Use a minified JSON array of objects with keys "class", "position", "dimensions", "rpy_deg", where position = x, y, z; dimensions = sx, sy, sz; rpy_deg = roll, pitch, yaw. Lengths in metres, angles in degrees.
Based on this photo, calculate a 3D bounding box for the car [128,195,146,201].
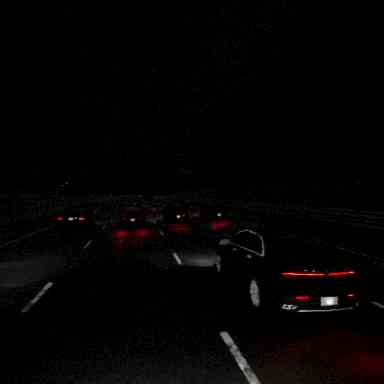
[{"class":"car","position":[-6.892,1.445,39.879],"dimensions":[2.097,1.767,4.553],"rpy_deg":[0,0,-10]}]

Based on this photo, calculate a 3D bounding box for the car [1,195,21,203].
[{"class":"car","position":[-36.347,1.400,66.986],"dimensions":[2.128,1.511,4.902],"rpy_deg":[0,0,-9]}]

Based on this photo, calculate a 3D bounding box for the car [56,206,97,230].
[{"class":"car","position":[-7.406,1.605,21.626],"dimensions":[2.033,1.411,5.357],"rpy_deg":[0,0,-9]}]

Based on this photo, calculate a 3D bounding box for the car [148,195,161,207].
[{"class":"car","position":[-5.625,1.619,52.951],"dimensions":[1.812,1.442,4.674],"rpy_deg":[0,0,-9]}]

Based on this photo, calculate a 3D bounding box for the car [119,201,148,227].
[{"class":"car","position":[-4.211,1.611,23.681],"dimensions":[1.812,1.442,4.674],"rpy_deg":[0,0,-10]}]

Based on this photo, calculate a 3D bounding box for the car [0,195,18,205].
[{"class":"car","position":[-20.444,1.351,34.808],"dimensions":[2.097,1.767,4.553],"rpy_deg":[0,0,-9]}]

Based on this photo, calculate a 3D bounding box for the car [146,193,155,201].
[{"class":"car","position":[-9.200,1.295,74.441],"dimensions":[2.150,2.045,5.566],"rpy_deg":[0,0,-9]}]

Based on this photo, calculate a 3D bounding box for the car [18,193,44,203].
[{"class":"car","position":[-27.628,1.421,56.927],"dimensions":[2.128,1.511,4.902],"rpy_deg":[0,0,-9]}]

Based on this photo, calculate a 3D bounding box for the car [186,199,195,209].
[{"class":"car","position":[-0.484,1.663,44.005],"dimensions":[1.812,1.442,4.674],"rpy_deg":[0,0,-9]}]

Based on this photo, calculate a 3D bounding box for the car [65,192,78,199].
[{"class":"car","position":[-27.006,1.083,74.841],"dimensions":[2.150,2.045,5.566],"rpy_deg":[0,0,-9]}]

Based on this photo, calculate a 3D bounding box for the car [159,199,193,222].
[{"class":"car","position":[-1.445,1.620,27.839],"dimensions":[1.837,1.490,4.892],"rpy_deg":[0,0,-9]}]

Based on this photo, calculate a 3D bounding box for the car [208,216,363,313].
[{"class":"car","position":[1.876,1.565,7.889],"dimensions":[1.837,1.490,4.892],"rpy_deg":[0,0,-9]}]

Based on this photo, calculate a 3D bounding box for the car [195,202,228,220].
[{"class":"car","position":[1.863,1.643,29.885],"dimensions":[1.837,1.490,4.892],"rpy_deg":[0,0,-9]}]
